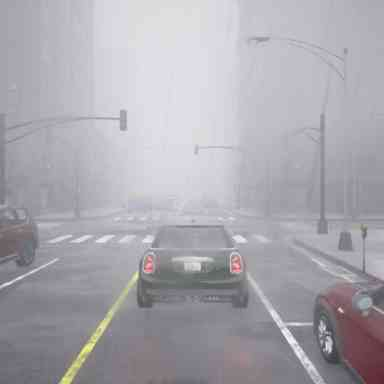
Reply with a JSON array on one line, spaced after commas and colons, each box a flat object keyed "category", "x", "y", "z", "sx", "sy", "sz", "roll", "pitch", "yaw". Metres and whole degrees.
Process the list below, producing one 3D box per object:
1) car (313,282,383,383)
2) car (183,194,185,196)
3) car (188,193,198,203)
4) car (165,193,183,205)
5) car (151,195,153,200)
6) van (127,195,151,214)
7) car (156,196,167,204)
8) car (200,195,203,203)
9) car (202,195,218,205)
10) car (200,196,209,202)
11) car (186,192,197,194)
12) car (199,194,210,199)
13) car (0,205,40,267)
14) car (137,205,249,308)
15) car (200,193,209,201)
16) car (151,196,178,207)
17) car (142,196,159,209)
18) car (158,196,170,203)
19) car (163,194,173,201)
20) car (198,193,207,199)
[{"category": "car", "x": 2.672, "y": 1.440, "z": 3.148, "sx": 1.967, "sy": 1.590, "sz": 4.097, "roll": 0, "pitch": 0, "yaw": 0}, {"category": "car", "x": -2.901, "y": 1.568, "z": 68.950, "sx": 1.895, "sy": 1.301, "sz": 4.718, "roll": 0, "pitch": 0, "yaw": 0}, {"category": "car", "x": 0.150, "y": 1.512, "z": 66.629, "sx": 1.812, "sy": 1.442, "sz": 4.674, "roll": 0, "pitch": 0, "yaw": 0}, {"category": "car", "x": -3.015, "y": 1.210, "z": 53.747, "sx": 2.150, "sy": 2.045, "sz": 5.566, "roll": 0, "pitch": 0, "yaw": 0}, {"category": "car", "x": -5.799, "y": 1.308, "z": 41.202, "sx": 2.192, "sy": 1.841, "sz": 5.009, "roll": 0, "pitch": 0, "yaw": 0}, {"category": "van", "x": -5.807, "y": 1.335, "z": 35.606, "sx": 1.690, "sy": 1.788, "sz": 3.998, "roll": 0, "pitch": 0, "yaw": 0}, {"category": "car", "x": -5.767, "y": 1.512, "z": 63.415, "sx": 1.752, "sy": 1.417, "sz": 4.829, "roll": 0, "pitch": 0, "yaw": 0}, {"category": "car", "x": 2.743, "y": 1.541, "z": 52.403, "sx": 2.008, "sy": 1.369, "sz": 4.403, "roll": 0, "pitch": 0, "yaw": 0}, {"category": "car", "x": 2.735, "y": 1.517, "z": 46.979, "sx": 1.752, "sy": 1.417, "sz": 4.829, "roll": 0, "pitch": 0, "yaw": 0}, {"category": "car", "x": 2.776, "y": 1.566, "z": 74.781, "sx": 1.802, "sy": 1.307, "sz": 4.206, "roll": 0, "pitch": 0, "yaw": 0}, {"category": "car", "x": 0.110, "y": 1.358, "z": 76.595, "sx": 1.812, "sy": 1.442, "sz": 4.674, "roll": 0, "pitch": 0, "yaw": 0}, {"category": "car", "x": 2.751, "y": 1.555, "z": 57.998, "sx": 1.947, "sy": 1.339, "sz": 4.313, "roll": 0, "pitch": 0, "yaw": 0}, {"category": "car", "x": -5.846, "y": 1.314, "z": 8.658, "sx": 2.192, "sy": 1.841, "sz": 5.009, "roll": 0, "pitch": 0, "yaw": 0}, {"category": "car", "x": 0.021, "y": 1.351, "z": 8.076, "sx": 2.097, "sy": 1.767, "sz": 4.553, "roll": 0, "pitch": 0, "yaw": 0}, {"category": "car", "x": 3.125, "y": 1.205, "z": 86.603, "sx": 2.150, "sy": 2.045, "sz": 5.566, "roll": 0, "pitch": 0, "yaw": 0}, {"category": "car", "x": -3.046, "y": 1.541, "z": 38.206, "sx": 2.033, "sy": 1.411, "sz": 5.357, "roll": 0, "pitch": 0, "yaw": 0}, {"category": "car", "x": -5.791, "y": 1.432, "z": 46.798, "sx": 1.967, "sy": 1.590, "sz": 4.097, "roll": 0, "pitch": 0, "yaw": 0}, {"category": "car", "x": -5.758, "y": 1.536, "z": 69.181, "sx": 2.008, "sy": 1.369, "sz": 4.403, "roll": 0, "pitch": 0, "yaw": 0}, {"category": "car", "x": -5.742, "y": 1.297, "z": 80.372, "sx": 2.192, "sy": 1.841, "sz": 5.009, "roll": 0, "pitch": 0, "yaw": 0}, {"category": "car", "x": 2.759, "y": 1.302, "z": 63.592, "sx": 2.192, "sy": 1.841, "sz": 5.009, "roll": 0, "pitch": 0, "yaw": 0}]
